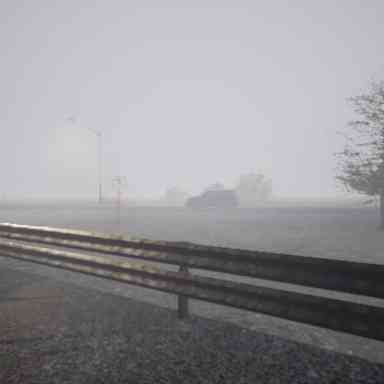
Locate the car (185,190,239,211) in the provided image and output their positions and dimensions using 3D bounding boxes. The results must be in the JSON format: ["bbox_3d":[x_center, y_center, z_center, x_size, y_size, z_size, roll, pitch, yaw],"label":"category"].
[{"bbox_3d":[2.106,0.853,34.677,5.566,2.045,2.150,0,0,13],"label":"car"}]
